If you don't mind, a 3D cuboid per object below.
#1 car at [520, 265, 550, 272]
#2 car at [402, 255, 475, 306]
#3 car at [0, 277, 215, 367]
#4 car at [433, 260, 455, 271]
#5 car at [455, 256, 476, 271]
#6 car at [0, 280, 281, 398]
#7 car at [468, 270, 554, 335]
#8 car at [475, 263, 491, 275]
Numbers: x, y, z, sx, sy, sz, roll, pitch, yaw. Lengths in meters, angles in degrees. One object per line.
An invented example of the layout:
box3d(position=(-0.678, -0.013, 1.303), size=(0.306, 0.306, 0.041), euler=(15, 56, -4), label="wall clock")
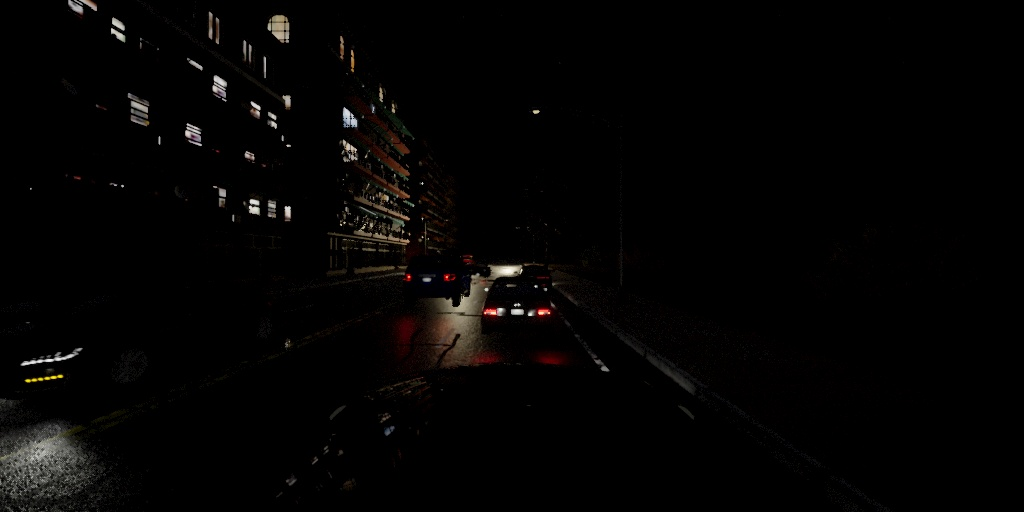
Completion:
box3d(position=(1.178, 1.257, 20.209), size=(1.837, 1.490, 4.892), euler=(0, 0, 0), label="car")
box3d(position=(-3.120, 0.972, 15.880), size=(2.150, 2.045, 5.566), euler=(0, 0, 0), label="car")
box3d(position=(-9.835, 1.315, 8.570), size=(1.994, 1.385, 4.181), euler=(0, 0, 0), label="car")
box3d(position=(-9.734, 1.298, 51.598), size=(2.033, 1.411, 5.357), euler=(0, 0, 0), label="car")
box3d(position=(-6.486, 0.972, 50.283), size=(2.150, 2.045, 5.566), euler=(0, 0, 0), label="car")
box3d(position=(-6.590, 1.255, 6.822), size=(1.837, 1.490, 4.892), euler=(0, 0, 0), label="car")
box3d(position=(0.121, 1.299, 10.521), size=(2.033, 1.411, 5.357), euler=(0, 0, 0), label="car")
box3d(position=(-3.075, 1.353, 34.865), size=(1.895, 1.301, 4.718), euler=(0, 0, 0), label="car")
